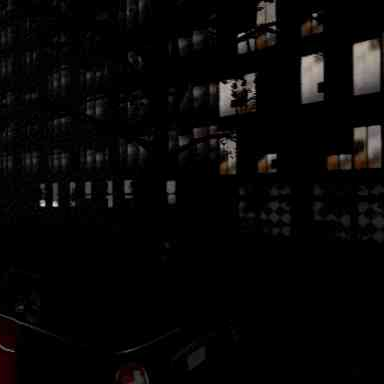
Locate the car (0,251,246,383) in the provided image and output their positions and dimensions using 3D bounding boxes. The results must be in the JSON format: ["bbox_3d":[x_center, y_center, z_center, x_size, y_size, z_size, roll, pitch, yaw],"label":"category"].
[{"bbox_3d":[-1.540,1.452,3.979,4.097,1.590,1.967,0,0,36],"label":"car"}]
